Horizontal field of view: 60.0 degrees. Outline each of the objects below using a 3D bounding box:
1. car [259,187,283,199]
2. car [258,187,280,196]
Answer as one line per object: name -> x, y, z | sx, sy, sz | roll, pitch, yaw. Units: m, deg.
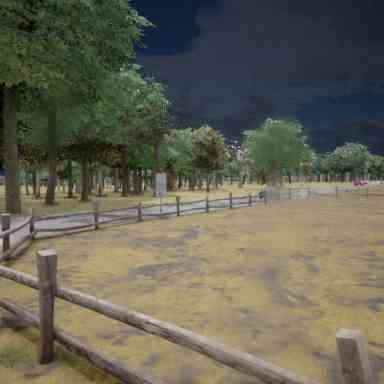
car -> 10.979, 0.149, 46.212 | 1.837, 1.490, 4.892 | 0, 2, 36
car -> 12.713, -0.103, 54.577 | 1.812, 1.442, 4.674 | 0, 2, 36
